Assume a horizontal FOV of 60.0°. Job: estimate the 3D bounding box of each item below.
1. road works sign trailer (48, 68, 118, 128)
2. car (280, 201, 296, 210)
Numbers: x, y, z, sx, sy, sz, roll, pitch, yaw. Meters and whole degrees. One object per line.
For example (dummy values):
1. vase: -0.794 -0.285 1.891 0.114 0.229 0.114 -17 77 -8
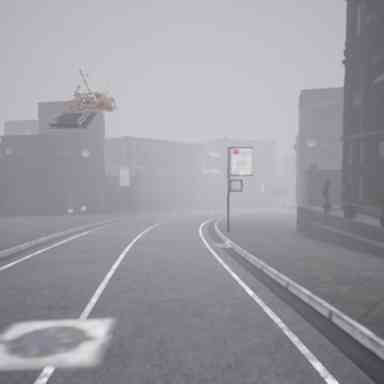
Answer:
1. road works sign trailer: -6.259 -4.861 18.523 2.380 2.880 3.560 4 48 18
2. car: 19.496 2.647 65.468 4.553 1.767 2.097 3 2 -34
